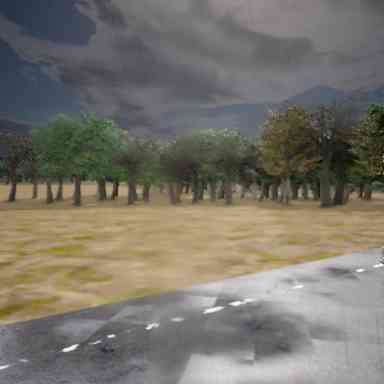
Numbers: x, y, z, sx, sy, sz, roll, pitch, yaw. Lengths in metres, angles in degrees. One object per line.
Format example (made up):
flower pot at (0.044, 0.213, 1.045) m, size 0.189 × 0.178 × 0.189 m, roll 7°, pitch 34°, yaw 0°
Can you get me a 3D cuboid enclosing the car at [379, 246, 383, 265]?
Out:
car at (7.104, 1.572, 9.058) m, size 4.718 × 1.301 × 1.895 m, roll 0°, pitch 0°, yaw -35°
